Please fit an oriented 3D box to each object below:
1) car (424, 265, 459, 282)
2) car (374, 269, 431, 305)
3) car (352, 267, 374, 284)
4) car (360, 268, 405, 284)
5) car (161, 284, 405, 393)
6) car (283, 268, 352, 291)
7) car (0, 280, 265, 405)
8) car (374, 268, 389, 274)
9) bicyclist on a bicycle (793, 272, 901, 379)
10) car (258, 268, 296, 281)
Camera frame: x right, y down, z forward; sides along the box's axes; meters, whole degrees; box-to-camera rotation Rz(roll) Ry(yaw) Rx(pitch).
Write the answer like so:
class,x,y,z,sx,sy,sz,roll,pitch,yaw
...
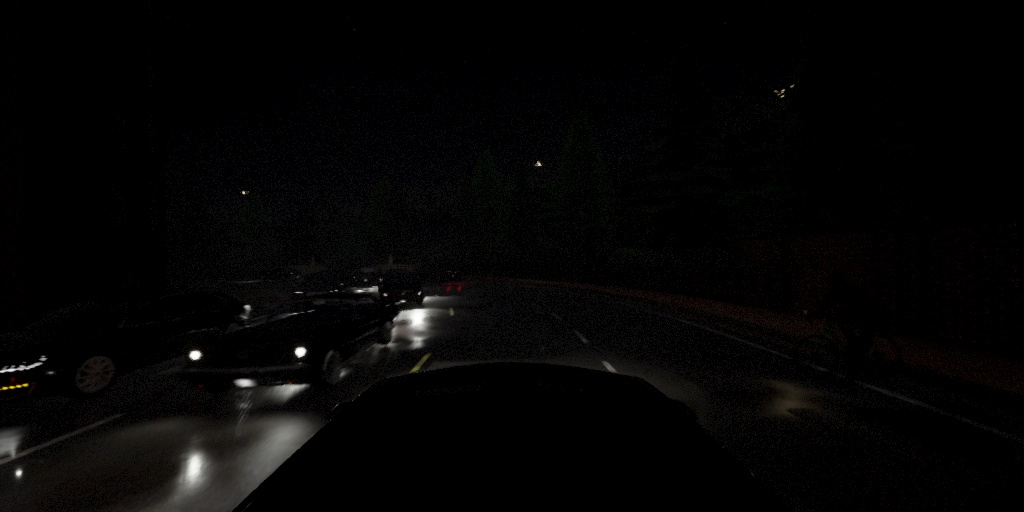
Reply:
class,x,y,z,sx,sy,sz,roll,pitch,yaw
car,-6.806,1.589,33.066,2.128,1.511,4.902,-1,-1,-43
car,-5.365,1.514,17.330,2.033,1.411,5.357,-1,0,-19
car,-13.469,1.722,30.213,4.902,1.511,2.128,-2,-1,42
car,-12.078,1.816,33.288,4.718,1.301,1.895,-2,0,41
car,-3.797,1.469,7.183,1.895,1.301,4.718,-1,0,-2
car,-9.056,1.537,17.127,2.128,1.511,4.902,-1,0,-22
car,-7.322,1.447,6.926,1.837,1.490,4.892,-1,0,-2
car,-7.033,1.563,22.032,1.812,1.442,4.674,-1,0,-28
bicyclist on a bicycle,5.114,1.073,5.478,1.656,1.620,0.582,-1,0,0
car,-25.961,2.067,40.177,4.892,1.490,1.837,-1,-1,14
